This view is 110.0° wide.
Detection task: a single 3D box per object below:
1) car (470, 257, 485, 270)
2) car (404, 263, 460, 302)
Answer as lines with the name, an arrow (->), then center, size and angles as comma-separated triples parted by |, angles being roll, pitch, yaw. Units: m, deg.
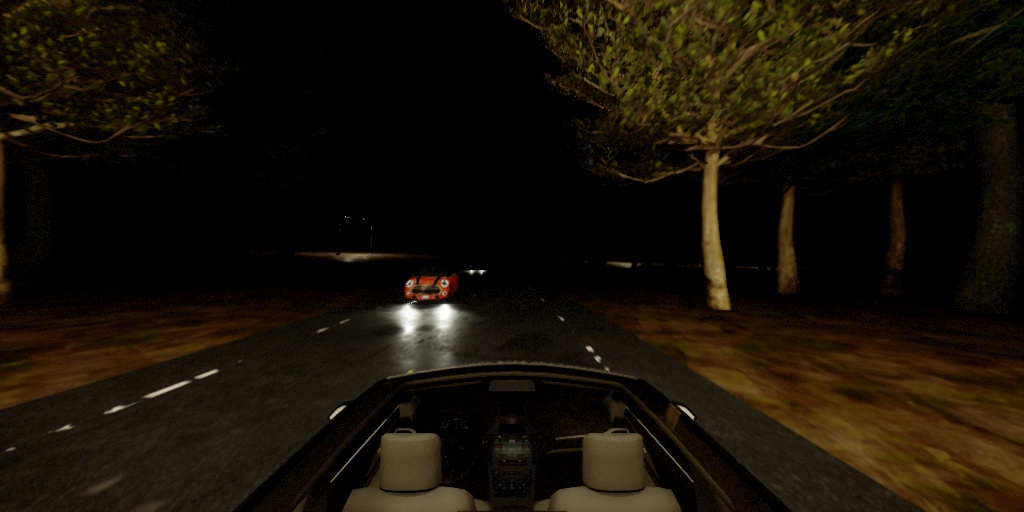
car -> -5.679, 1.173, 58.902 | 2.150, 2.045, 5.566 | 0, 1, -2
car -> -3.906, 1.250, 18.122 | 2.097, 1.767, 4.553 | 0, 0, -2
